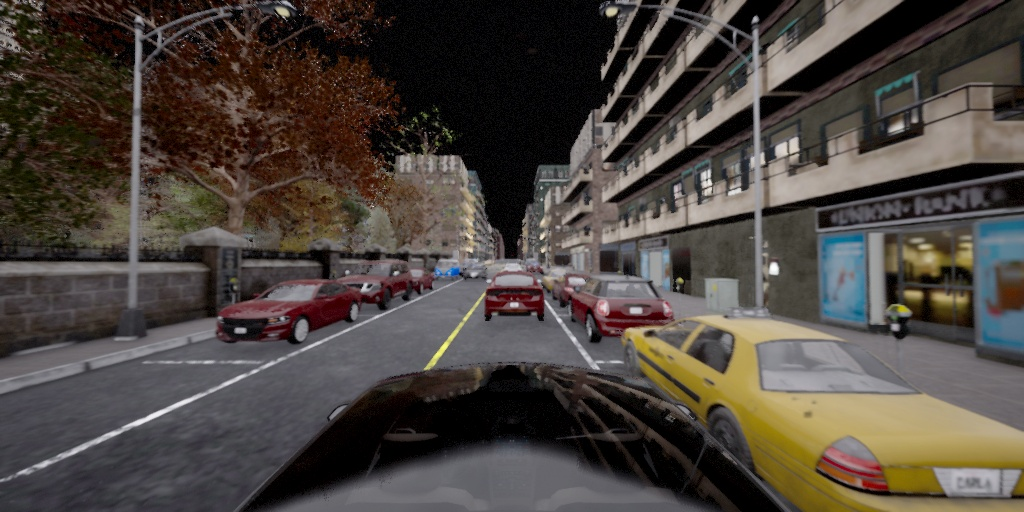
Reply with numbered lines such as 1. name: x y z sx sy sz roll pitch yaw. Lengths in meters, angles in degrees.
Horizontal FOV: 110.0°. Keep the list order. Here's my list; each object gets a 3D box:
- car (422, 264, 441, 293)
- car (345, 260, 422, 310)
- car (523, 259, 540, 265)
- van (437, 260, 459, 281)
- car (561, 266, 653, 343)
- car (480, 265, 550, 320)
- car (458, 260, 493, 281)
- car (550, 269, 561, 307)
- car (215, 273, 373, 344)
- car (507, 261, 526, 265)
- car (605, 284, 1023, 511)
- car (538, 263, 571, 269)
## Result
1. car: -5.693 1.372 20.796 1.888 1.381 4.507 0 0 0
2. car: -5.692 1.119 15.272 2.192 1.841 5.009 0 0 0
3. car: 2.653 1.356 42.890 1.967 1.591 4.097 0 0 0
4. van: -5.704 1.213 31.842 1.690 1.789 3.998 0 0 0
5. car: 2.690 1.222 9.751 1.967 1.591 4.097 0 0 0
6. car: 0.083 1.273 12.900 1.882 1.535 5.008 0 0 0
7. car: -3.105 1.362 31.523 2.128 1.511 4.902 0 0 0
8. car: 2.689 1.387 15.274 1.802 1.307 4.207 0 0 0
9. car: -5.691 1.328 9.749 1.888 1.381 4.507 0 0 0
10. car: 0.089 1.400 32.480 1.812 1.442 4.674 0 0 0
11. car: 2.691 1.286 4.397 1.751 1.417 4.829 0 0 0
12. car: 2.688 1.352 20.967 1.751 1.417 4.829 0 0 0
